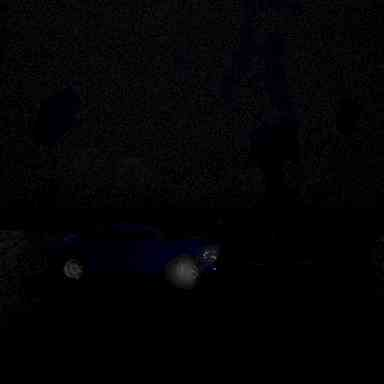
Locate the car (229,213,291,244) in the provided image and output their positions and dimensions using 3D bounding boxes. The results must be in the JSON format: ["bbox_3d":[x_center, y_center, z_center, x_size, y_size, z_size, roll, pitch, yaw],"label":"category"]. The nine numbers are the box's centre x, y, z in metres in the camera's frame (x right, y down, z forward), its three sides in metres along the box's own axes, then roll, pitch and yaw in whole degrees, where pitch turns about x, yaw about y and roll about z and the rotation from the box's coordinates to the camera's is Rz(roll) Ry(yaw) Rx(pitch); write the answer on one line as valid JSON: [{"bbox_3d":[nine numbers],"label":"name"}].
[{"bbox_3d":[2.231,1.696,16.023,4.718,1.301,1.895,-1,0,8],"label":"car"}]

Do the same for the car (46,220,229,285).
[{"bbox_3d":[-1.586,1.605,9.516,5.008,1.535,1.882,-1,0,8],"label":"car"}]
